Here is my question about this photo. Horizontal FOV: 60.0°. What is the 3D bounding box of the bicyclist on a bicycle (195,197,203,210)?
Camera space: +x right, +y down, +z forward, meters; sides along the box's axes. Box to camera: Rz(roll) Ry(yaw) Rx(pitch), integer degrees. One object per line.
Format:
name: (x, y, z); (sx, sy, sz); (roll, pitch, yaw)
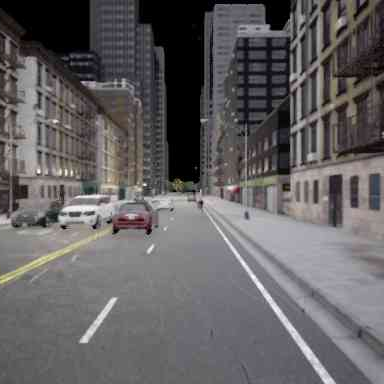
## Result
bicyclist on a bicycle: (0.883, 1.439, 42.151); (0.866, 1.612, 1.509); (0, 0, 0)

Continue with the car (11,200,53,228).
car: (-9.850, 1.352, 21.840); (2.097, 1.767, 4.553); (0, 0, 0)

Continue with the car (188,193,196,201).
car: (-0.032, 1.224, 88.972); (2.150, 2.045, 5.566); (0, 0, 0)

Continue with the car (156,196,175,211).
car: (-3.165, 1.528, 40.986); (1.812, 1.442, 4.674); (0, 0, 0)

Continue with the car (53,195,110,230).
car: (-6.603, 1.219, 21.452); (2.150, 2.045, 5.566); (0, 0, 0)

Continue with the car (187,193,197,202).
car: (-0.026, 1.533, 73.107); (2.128, 1.511, 4.902); (0, 0, 0)

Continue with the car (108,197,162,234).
car: (-3.158, 1.351, 19.413); (2.097, 1.767, 4.553); (0, 0, 0)

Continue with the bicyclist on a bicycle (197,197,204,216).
bicyclist on a bicycle: (0.882, 1.371, 31.916); (0.659, 1.776, 1.843); (0, 0, 0)
